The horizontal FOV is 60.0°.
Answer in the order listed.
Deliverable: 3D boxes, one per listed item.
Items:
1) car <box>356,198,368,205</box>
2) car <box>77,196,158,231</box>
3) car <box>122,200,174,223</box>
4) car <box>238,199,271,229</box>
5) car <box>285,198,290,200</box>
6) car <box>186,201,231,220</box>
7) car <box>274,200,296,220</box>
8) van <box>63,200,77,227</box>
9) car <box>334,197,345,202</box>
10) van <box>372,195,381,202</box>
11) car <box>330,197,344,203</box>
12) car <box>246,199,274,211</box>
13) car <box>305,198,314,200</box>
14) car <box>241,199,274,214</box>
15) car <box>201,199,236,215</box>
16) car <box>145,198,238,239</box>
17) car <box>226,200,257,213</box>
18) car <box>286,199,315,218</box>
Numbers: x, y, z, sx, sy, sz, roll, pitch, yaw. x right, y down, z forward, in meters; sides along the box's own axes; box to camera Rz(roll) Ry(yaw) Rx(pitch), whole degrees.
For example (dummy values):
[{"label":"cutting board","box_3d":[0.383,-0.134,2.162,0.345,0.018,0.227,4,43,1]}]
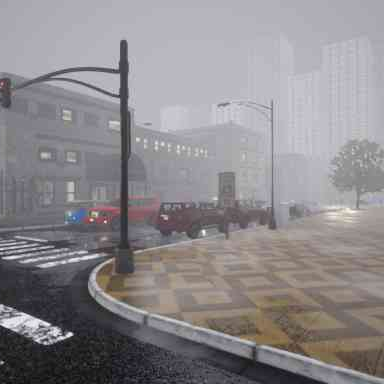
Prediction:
[{"label":"car","box_3d":[32.104,1.801,62.851,2.008,1.369,4.403,-1,-1,35]},{"label":"car","box_3d":[-4.246,1.285,21.626,2.150,2.045,5.566,0,0,35]},{"label":"car","box_3d":[-3.502,1.531,27.152,1.967,1.590,4.097,-1,-1,35]},{"label":"car","box_3d":[3.333,1.368,22.306,2.192,1.841,5.009,-1,-1,35]},{"label":"car","box_3d":[15.579,1.742,54.044,1.752,1.417,4.829,-1,-1,35]},{"label":"car","box_3d":[1.592,1.622,29.835,1.812,1.442,4.674,0,0,36]},{"label":"car","box_3d":[6.531,1.616,26.810,1.887,1.381,4.507,-1,-1,35]},{"label":"van","box_3d":[-6.699,1.414,22.648,1.690,1.788,3.998,-1,0,35]},{"label":"car","box_3d":[38.055,1.935,85.719,1.887,1.381,4.507,-1,-1,35]},{"label":"van","box_3d":[44.890,1.693,80.875,1.690,1.788,3.998,-1,-1,35]},{"label":"car","box_3d":[34.858,1.915,81.214,2.008,1.369,4.403,-1,-1,35]},{"label":"car","box_3d":[9.285,1.722,45.172,2.008,1.369,4.403,-1,-1,35]},{"label":"car","box_3d":[22.072,1.815,63.194,2.008,1.369,4.403,-1,-1,35]},{"label":"car","box_3d":[7.627,1.639,38.330,1.837,1.490,4.892,0,0,36]},{"label":"car","box_3d":[2.892,1.570,36.164,1.967,1.590,4.097,-1,-1,35]},{"label":"car","box_3d":[0.137,1.350,17.801,2.192,1.841,5.009,-1,-1,35]},{"label":"car","box_3d":[6.088,1.701,40.667,2.008,1.369,4.403,-1,-1,35]},{"label":"car","box_3d":[9.728,1.657,31.315,1.947,1.339,4.313,-1,-1,35]}]
